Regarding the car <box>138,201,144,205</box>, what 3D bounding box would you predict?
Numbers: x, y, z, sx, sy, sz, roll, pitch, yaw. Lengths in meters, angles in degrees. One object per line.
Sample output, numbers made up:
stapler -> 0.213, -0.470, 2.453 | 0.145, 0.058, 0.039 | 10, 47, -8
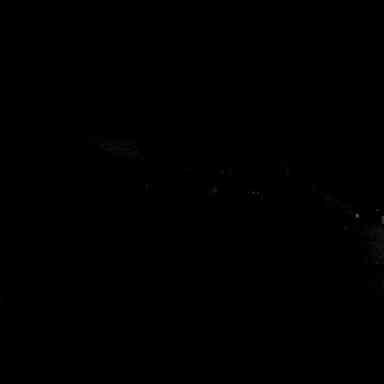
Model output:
car -> -8.172, 1.616, 49.320 | 2.097, 1.767, 4.553 | 1, -1, -38

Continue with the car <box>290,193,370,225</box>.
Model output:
car -> 8.282, 1.088, 22.099 | 2.150, 2.045, 5.566 | 1, -2, -35

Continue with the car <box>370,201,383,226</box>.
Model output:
car -> 11.884, 1.409, 22.261 | 1.837, 1.490, 4.892 | 2, -2, -35

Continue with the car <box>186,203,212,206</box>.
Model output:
car -> 0.973, 1.565, 32.423 | 2.033, 1.411, 5.357 | 1, -2, -36
